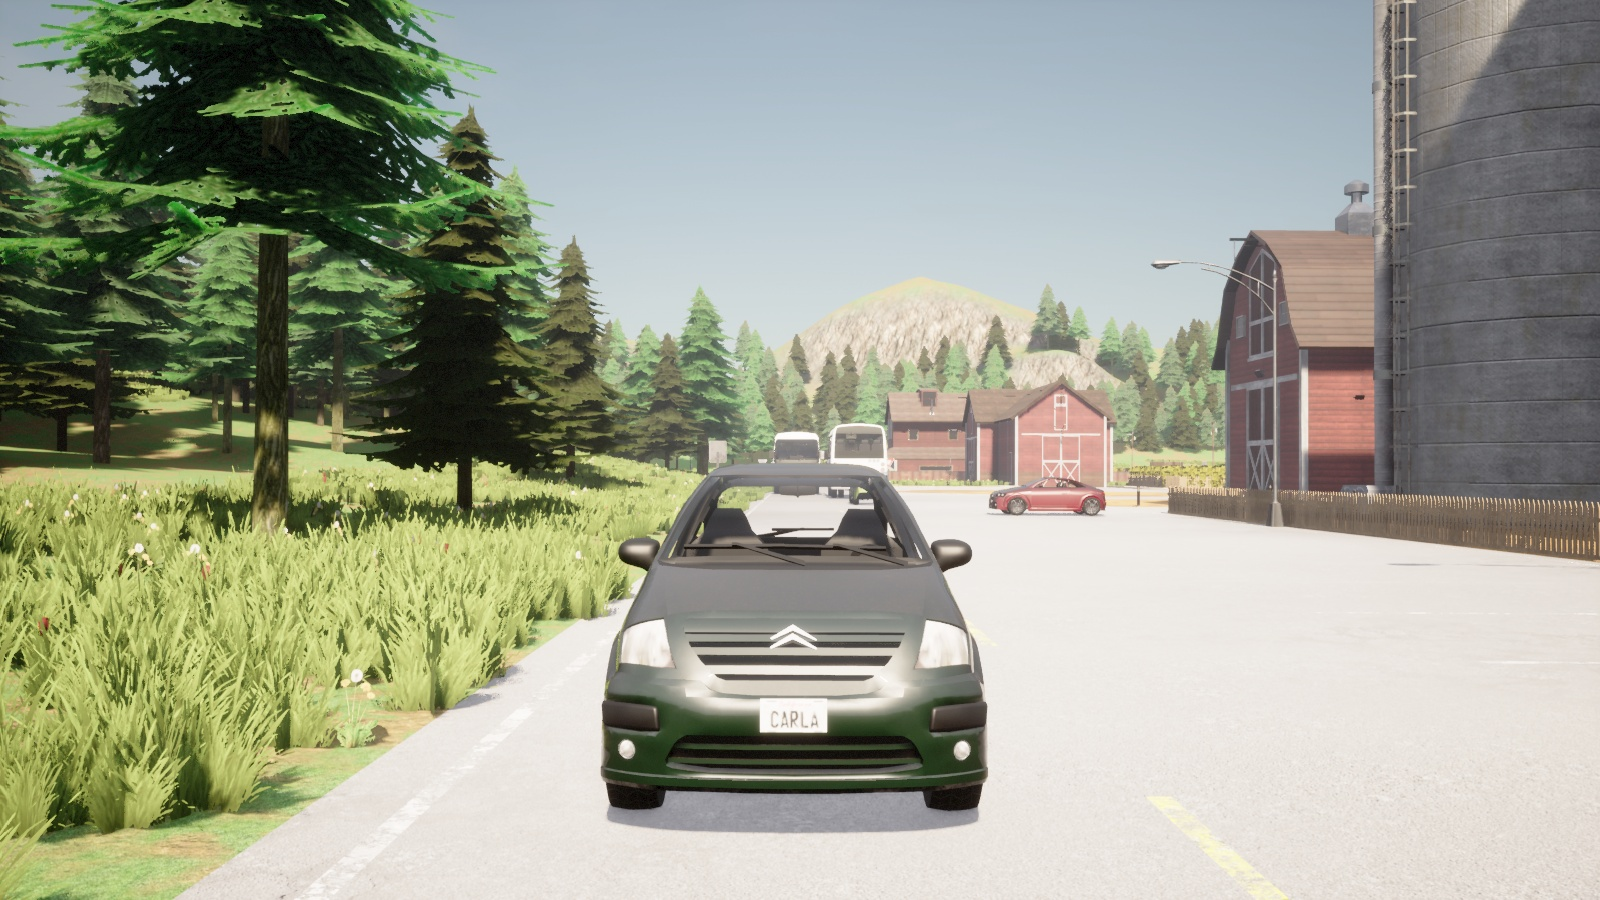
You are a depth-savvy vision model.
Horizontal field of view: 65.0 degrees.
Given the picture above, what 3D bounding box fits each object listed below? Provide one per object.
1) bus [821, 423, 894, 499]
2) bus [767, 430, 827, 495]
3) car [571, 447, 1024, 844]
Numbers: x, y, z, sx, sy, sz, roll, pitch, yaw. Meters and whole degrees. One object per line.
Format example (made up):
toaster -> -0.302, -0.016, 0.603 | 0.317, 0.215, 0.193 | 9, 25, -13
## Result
bus -> 3.315, 0.697, 75.945 | 3.944, 4.253, 10.273 | 0, -1, 0
bus -> -0.215, 0.915, 88.123 | 3.944, 4.253, 10.273 | 0, -1, 0
car -> -0.018, 0.833, 7.139 | 1.851, 1.617, 3.988 | 0, -1, 0
